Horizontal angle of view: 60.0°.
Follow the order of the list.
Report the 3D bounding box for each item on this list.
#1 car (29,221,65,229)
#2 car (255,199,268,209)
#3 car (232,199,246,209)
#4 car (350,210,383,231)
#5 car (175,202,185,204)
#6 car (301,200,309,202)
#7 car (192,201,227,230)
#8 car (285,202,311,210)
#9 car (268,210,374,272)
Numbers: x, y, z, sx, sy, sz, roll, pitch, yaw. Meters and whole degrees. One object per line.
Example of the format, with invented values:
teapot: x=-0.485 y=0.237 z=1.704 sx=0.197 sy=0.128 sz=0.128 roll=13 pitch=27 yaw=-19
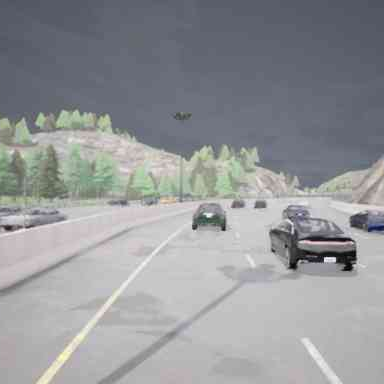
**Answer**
car: x=-9.596 y=1.627 z=20.632 sx=1.895 sy=1.301 sz=4.718 roll=1 pitch=0 yaw=6
car: x=11.871 y=2.011 z=56.739 sx=1.837 sy=1.490 sz=4.892 roll=-1 pitch=-1 yaw=18
car: x=7.947 y=1.960 z=55.795 sx=1.837 sy=1.490 sz=4.892 roll=-1 pitch=-1 yaw=17
car: x=11.734 y=1.839 z=21.615 sx=1.994 sy=1.385 sz=4.181 roll=0 pitch=0 yaw=7
car: x=-1.199 y=1.932 z=61.783 sx=2.033 sy=1.411 sz=5.357 roll=1 pitch=0 yaw=18
car: x=20.258 y=2.146 z=59.728 sx=1.812 sy=1.442 sz=4.674 roll=0 pitch=0 yaw=19
car: x=1.298 y=1.514 z=22.546 sx=2.097 sy=1.767 sz=4.553 roll=1 pitch=0 yaw=7
car: x=8.904 y=1.836 z=28.556 sx=2.033 sy=1.411 sz=5.357 roll=1 pitch=0 yaw=10
car: x=3.838 y=1.610 z=11.298 sx=2.128 sy=1.511 sz=4.902 roll=0 pitch=0 yaw=3
